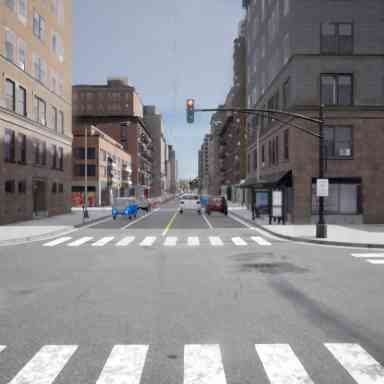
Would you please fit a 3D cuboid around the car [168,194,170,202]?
[{"bbox_3d":[-5.959,1.539,65.837,2.008,1.369,4.403,0,0,-1],"label":"car"}]

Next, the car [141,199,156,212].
[{"bbox_3d":[-5.724,1.560,38.807,1.947,1.339,4.313,0,0,-1],"label":"car"}]

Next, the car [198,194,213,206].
[{"bbox_3d":[2.220,1.306,55.099,2.192,1.841,5.009,0,0,-1],"label":"car"}]

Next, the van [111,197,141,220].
[{"bbox_3d":[-5.630,1.337,27.995,1.690,1.788,3.998,0,0,-1],"label":"van"}]

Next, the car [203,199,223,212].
[{"bbox_3d":[2.380,1.545,38.880,2.008,1.369,4.403,0,0,-1],"label":"car"}]

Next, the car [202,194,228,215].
[{"bbox_3d":[2.434,1.310,33.474,2.192,1.841,5.009,0,0,-1],"label":"car"}]

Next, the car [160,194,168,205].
[{"bbox_3d":[-5.910,1.515,60.262,1.752,1.417,4.829,0,0,-1],"label":"car"}]

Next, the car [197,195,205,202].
[{"bbox_3d":[2.006,1.511,76.892,1.752,1.417,4.829,0,0,-1],"label":"car"}]

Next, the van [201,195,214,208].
[{"bbox_3d":[2.274,1.333,49.692,1.690,1.788,3.998,0,0,-1],"label":"van"}]

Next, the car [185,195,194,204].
[{"bbox_3d":[-0.481,1.466,66.900,1.882,1.535,5.008,0,0,0],"label":"car"}]

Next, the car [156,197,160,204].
[{"bbox_3d":[-5.771,1.538,44.213,1.887,1.381,4.507,0,0,-1],"label":"car"}]

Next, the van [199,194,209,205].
[{"bbox_3d":[2.167,1.331,60.505,1.690,1.788,3.998,0,0,-1],"label":"van"}]

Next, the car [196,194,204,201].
[{"bbox_3d":[1.954,1.425,82.128,1.967,1.590,4.097,0,0,-1],"label":"car"}]

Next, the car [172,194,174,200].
[{"bbox_3d":[-6.053,1.301,76.649,2.192,1.841,5.009,0,0,-1],"label":"car"}]

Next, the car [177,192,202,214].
[{"bbox_3d":[-0.191,1.217,35.877,2.150,2.045,5.566,0,0,-1],"label":"car"}]

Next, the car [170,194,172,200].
[{"bbox_3d":[-6.006,1.553,71.243,1.947,1.339,4.313,0,0,-1],"label":"car"}]

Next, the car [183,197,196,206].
[{"bbox_3d":[-0.364,1.538,55.166,2.033,1.411,5.357,0,0,-1],"label":"car"}]
